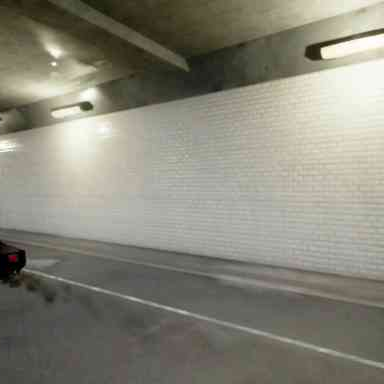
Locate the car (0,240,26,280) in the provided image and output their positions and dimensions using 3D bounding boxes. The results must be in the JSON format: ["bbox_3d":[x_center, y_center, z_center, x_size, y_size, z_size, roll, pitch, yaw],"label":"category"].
[{"bbox_3d":[-6.336,1.554,8.512,4.718,1.301,1.895,0,0,36],"label":"car"}]
